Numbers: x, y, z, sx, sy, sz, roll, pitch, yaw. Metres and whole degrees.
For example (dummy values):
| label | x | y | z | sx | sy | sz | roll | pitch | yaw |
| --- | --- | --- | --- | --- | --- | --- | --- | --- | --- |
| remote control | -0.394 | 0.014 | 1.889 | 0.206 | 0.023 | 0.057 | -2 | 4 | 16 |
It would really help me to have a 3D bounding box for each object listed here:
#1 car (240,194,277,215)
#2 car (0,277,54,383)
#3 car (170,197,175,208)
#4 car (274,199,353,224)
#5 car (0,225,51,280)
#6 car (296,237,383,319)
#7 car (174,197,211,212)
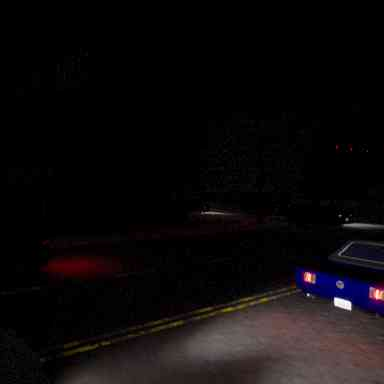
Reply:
| label | x | y | z | sx | sy | sz | roll | pitch | yaw |
| --- | --- | --- | --- | --- | --- | --- | --- | --- | --- |
| car | 7.313 | 1.218 | 34.021 | 2.150 | 2.045 | 5.566 | 0 | 0 | -36 |
| car | -3.115 | 1.601 | 1.530 | 4.718 | 1.301 | 1.895 | 0 | 0 | -35 |
| car | -1.573 | 1.499 | 46.430 | 1.837 | 1.490 | 4.892 | 0 | 1 | -36 |
| car | 9.267 | 1.545 | 25.357 | 2.033 | 1.411 | 5.357 | 0 | 0 | -36 |
| car | -6.172 | 1.478 | 8.152 | 5.008 | 1.535 | 1.882 | 0 | 0 | -35 |
| car | 4.368 | 1.600 | 6.885 | 4.718 | 1.301 | 1.895 | 0 | 0 | -35 |
| car | 0.238 | 1.561 | 37.881 | 1.994 | 1.385 | 4.181 | 0 | 0 | -36 |
